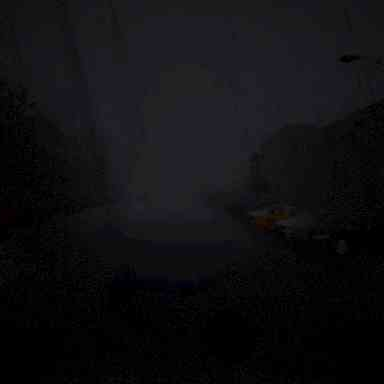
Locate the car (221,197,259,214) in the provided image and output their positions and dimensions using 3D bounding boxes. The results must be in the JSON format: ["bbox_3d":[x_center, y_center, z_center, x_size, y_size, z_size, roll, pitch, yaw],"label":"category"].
[{"bbox_3d":[5.252,1.412,27.410,4.792,1.488,2.163,1,1,-23],"label":"car"}]

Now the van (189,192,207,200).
[{"bbox_3d":[1.662,1.050,91.896,4.442,1.987,1.878,2,-2,-24],"label":"van"}]

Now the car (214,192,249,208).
[{"bbox_3d":[4.979,1.218,33.290,4.553,1.767,2.185,1,1,-23],"label":"car"}]

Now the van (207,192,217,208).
[{"bbox_3d":[4.513,1.079,39.088,4.442,1.987,1.878,1,1,-23],"label":"van"}]

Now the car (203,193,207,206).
[{"bbox_3d":[4.441,1.291,42.068,5.008,1.535,2.097,1,0,-23],"label":"car"}]

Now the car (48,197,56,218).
[{"bbox_3d":[-12.364,1.388,23.451,4.792,1.488,2.163,-1,1,-23],"label":"car"}]

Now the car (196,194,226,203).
[{"bbox_3d":[3.441,1.224,59.640,4.892,1.521,2.231,1,0,-23],"label":"car"}]

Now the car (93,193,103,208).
[{"bbox_3d":[-13.166,1.263,38.163,4.892,1.521,2.231,-1,1,-23],"label":"car"}]

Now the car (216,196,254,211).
[{"bbox_3d":[5.119,1.363,30.354,4.892,1.521,2.231,1,1,-23],"label":"car"}]

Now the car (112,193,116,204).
[{"bbox_3d":[-13.670,1.258,46.979,4.674,1.452,2.002,-1,1,-23],"label":"car"}]

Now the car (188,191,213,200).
[{"bbox_3d":[2.075,0.930,83.059,5.566,2.045,2.435,1,0,-23],"label":"car"}]

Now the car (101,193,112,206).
[{"bbox_3d":[-13.171,1.241,41.178,5.366,1.575,1.946,-1,0,-23],"label":"car"}]

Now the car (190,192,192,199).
[{"bbox_3d":[2.955,1.199,71.424,5.366,1.575,1.946,1,0,-23],"label":"car"}]

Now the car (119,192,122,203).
[{"bbox_3d":[-14.011,1.236,52.863,4.674,1.452,2.002,-1,0,-23],"label":"car"}]

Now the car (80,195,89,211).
[{"bbox_3d":[-12.866,1.328,32.272,4.792,1.488,2.163,-1,1,-23],"label":"car"}]

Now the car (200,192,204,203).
[{"bbox_3d":[4.087,1.136,47.916,4.553,1.767,2.185,1,0,-23],"label":"car"}]

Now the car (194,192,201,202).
[{"bbox_3d":[3.811,0.989,53.797,5.566,2.045,2.435,1,0,-23],"label":"car"}]

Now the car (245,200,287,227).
[{"bbox_3d":[5.946,1.442,18.714,5.366,1.575,1.946,1,0,-23],"label":"car"}]

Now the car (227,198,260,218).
[{"bbox_3d":[5.456,1.404,24.491,4.892,1.521,2.231,1,1,-23],"label":"car"}]

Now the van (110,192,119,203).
[{"bbox_3d":[-13.739,0.980,49.971,4.442,1.987,1.878,-1,0,-23],"label":"van"}]

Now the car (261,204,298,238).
[{"bbox_3d":[5.947,1.503,15.706,4.674,1.452,2.002,1,1,-23],"label":"car"}]

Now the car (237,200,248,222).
[{"bbox_3d":[5.614,1.463,21.565,4.674,1.452,2.002,1,1,-23],"label":"car"}]

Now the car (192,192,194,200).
[{"bbox_3d":[3.287,1.209,65.572,5.366,1.575,1.946,1,0,-23],"label":"car"}]

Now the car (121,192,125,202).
[{"bbox_3d":[-14.180,1.226,55.803,4.674,1.452,2.002,-1,0,-23],"label":"car"}]

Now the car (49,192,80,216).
[{"bbox_3d":[-12.647,1.192,29.356,4.553,1.767,2.185,-1,1,-23],"label":"car"}]

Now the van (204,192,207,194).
[{"bbox_3d":[4.390,1.052,45.046,4.442,1.987,1.878,1,0,-23],"label":"van"}]

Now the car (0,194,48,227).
[{"bbox_3d":[-12.150,1.127,20.539,5.566,2.045,2.435,-1,0,-23],"label":"car"}]

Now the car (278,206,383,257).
[{"bbox_3d":[6.118,1.484,12.778,4.892,1.521,2.231,1,1,-23],"label":"car"}]

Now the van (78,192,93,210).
[{"bbox_3d":[-13.111,1.056,35.171,4.442,1.987,1.878,-1,1,-23],"label":"van"}]

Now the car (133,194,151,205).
[{"bbox_3d":[-7.705,1.216,53.384,2.128,1.511,4.902,0,0,-3],"label":"car"}]

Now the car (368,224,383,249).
[{"bbox_3d":[6.441,1.524,6.924,4.892,1.521,2.231,1,0,-23],"label":"car"}]

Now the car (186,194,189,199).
[{"bbox_3d":[2.102,1.178,80.065,5.366,1.575,1.946,1,0,-23],"label":"car"}]
